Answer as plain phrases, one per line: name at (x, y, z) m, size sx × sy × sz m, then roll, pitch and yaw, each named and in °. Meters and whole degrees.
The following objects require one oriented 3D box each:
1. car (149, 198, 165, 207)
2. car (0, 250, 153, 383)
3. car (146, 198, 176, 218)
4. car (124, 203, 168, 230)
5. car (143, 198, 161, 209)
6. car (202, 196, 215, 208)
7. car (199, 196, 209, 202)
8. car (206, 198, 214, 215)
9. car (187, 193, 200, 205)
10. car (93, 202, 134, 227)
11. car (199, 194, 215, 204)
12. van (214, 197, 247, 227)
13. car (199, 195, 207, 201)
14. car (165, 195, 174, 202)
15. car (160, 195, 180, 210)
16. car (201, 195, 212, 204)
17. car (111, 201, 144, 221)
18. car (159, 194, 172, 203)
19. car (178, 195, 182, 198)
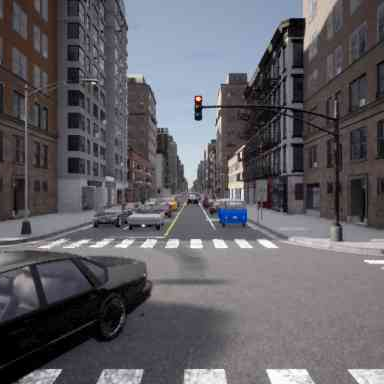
car at (-5.350, 1.556, 50.839) m, size 1.947 × 1.339 × 4.313 m, roll 0°, pitch 0°, yaw 0°
car at (-2.564, 1.545, 4.231) m, size 2.033 × 1.411 × 5.357 m, roll 0°, pitch 0°, yaw 26°
car at (-2.824, 1.562, 30.281) m, size 1.994 × 1.385 × 4.181 m, roll 0°, pitch 0°, yaw 0°
car at (-2.804, 1.600, 21.136) m, size 1.895 × 1.301 × 4.718 m, roll 0°, pitch 0°, yaw -1°
car at (-5.355, 1.519, 44.987) m, size 1.752 × 1.417 × 4.829 m, roll 0°, pitch 0°, yaw 0°
car at (2.670, 1.576, 45.157) m, size 1.802 × 1.307 × 4.206 m, roll 0°, pitch 0°, yaw 0°
car at (2.691, 1.524, 73.563) m, size 2.008 × 1.369 × 4.403 m, roll 0°, pitch 0°, yaw 0°
car at (2.662, 1.580, 33.794) m, size 1.802 × 1.307 × 4.206 m, roll 0°, pitch 0°, yaw 0°
car at (0.152, 1.463, 56.855) m, size 1.882 × 1.535 × 5.008 m, roll 0°, pitch 0°, yaw 0°
car at (-5.372, 1.550, 22.429) m, size 2.008 × 1.369 × 4.403 m, roll 0°, pitch 0°, yaw 0°
car at (2.675, 1.305, 50.839) m, size 2.192 × 1.841 × 5.009 m, roll 0°, pitch 0°, yaw 0°
van at (2.653, 1.340, 22.432) m, size 1.690 × 1.788 × 3.998 m, roll 0°, pitch 0°, yaw 0°
car at (2.700, 1.530, 84.926) m, size 1.947 × 1.339 × 4.313 m, roll 0°, pitch 0°, yaw 0°
car at (-5.330, 1.409, 79.247) m, size 1.967 × 1.590 × 4.097 m, roll 0°, pitch 0°, yaw 0°
car at (-2.814, 1.474, 39.927) m, size 1.882 × 1.535 × 5.008 m, roll 0°, pitch 0°, yaw 0°
car at (2.683, 1.422, 62.201) m, size 1.967 × 1.590 × 4.097 m, roll 0°, pitch 0°, yaw 0°
car at (-5.367, 1.543, 28.111) m, size 1.887 × 1.381 × 4.507 m, roll 0°, pitch 0°, yaw 0°
car at (-5.338, 1.292, 67.884) m, size 2.192 × 1.841 × 5.009 m, roll 0°, pitch 0°, yaw 0°
car at (-2.773, 1.591, 50.033) m, size 1.895 × 1.301 × 4.718 m, roll 0°, pitch 0°, yaw 0°
